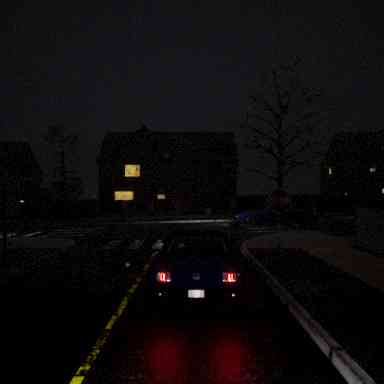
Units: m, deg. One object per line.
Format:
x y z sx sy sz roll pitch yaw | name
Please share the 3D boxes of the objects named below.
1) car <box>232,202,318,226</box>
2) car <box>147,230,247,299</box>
5.307 1.355 21.626 5.357 1.411 2.033 -1 1 0 | car
0.151 1.601 8.392 1.895 1.301 4.718 0 0 2 | car
